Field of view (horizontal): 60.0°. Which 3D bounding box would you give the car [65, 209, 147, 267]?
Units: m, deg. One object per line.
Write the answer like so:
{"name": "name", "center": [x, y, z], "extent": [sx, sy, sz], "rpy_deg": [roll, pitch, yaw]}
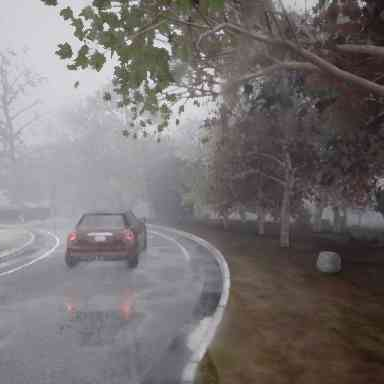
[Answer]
{"name": "car", "center": [-2.772, 1.352, 11.627], "extent": [2.097, 1.767, 4.553], "rpy_deg": [0, 0, -4]}

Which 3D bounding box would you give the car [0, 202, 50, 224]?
{"name": "car", "center": [-12.949, 1.476, 24.972], "extent": [5.008, 1.535, 1.882], "rpy_deg": [0, 0, 25]}
